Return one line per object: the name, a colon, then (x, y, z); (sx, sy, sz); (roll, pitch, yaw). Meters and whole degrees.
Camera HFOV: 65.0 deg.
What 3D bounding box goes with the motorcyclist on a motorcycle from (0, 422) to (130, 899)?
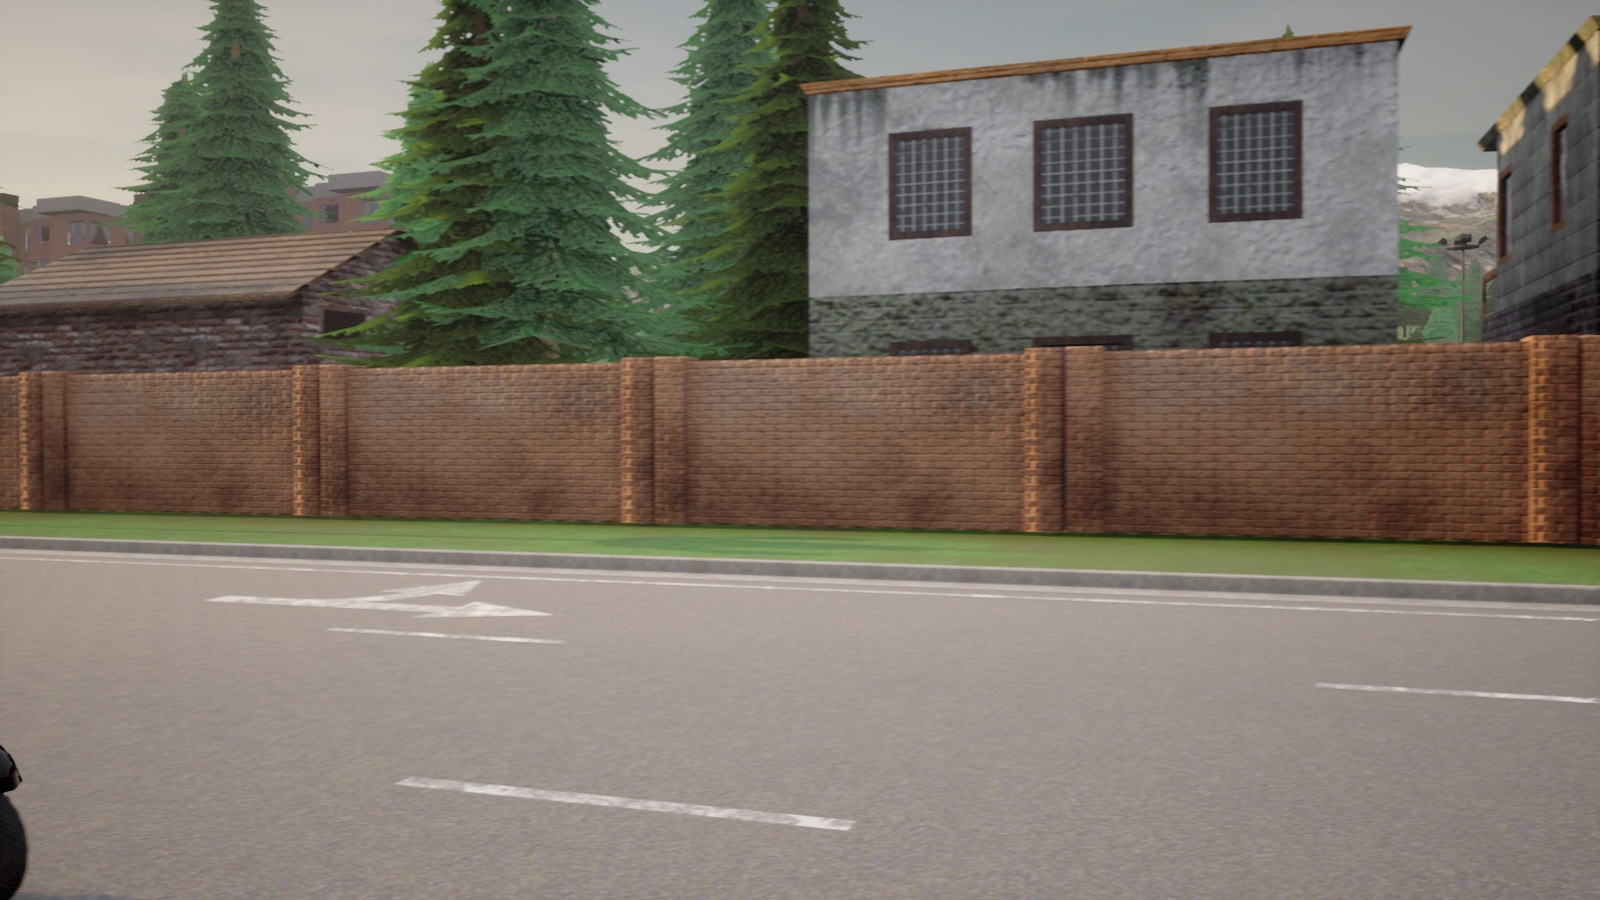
motorcyclist on a motorcycle: (-3.378, 0.698, 4.329); (1.817, 1.590, 0.866); (1, 1, 19)
